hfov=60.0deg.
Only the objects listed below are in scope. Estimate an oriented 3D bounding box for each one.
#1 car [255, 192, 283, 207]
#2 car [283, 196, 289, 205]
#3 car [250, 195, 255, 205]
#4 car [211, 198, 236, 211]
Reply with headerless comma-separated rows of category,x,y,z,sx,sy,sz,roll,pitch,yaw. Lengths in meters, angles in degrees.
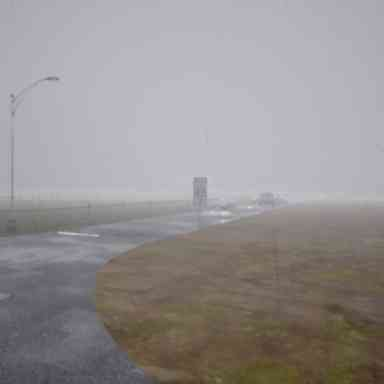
car,10.926,1.078,47.145,2.150,2.045,5.566,1,0,24
car,15.187,1.381,56.765,1.812,1.442,4.674,1,0,24
car,10.632,1.229,53.326,1.882,1.535,5.008,1,0,24
car,3.669,1.367,38.027,1.812,1.442,4.674,1,0,24
